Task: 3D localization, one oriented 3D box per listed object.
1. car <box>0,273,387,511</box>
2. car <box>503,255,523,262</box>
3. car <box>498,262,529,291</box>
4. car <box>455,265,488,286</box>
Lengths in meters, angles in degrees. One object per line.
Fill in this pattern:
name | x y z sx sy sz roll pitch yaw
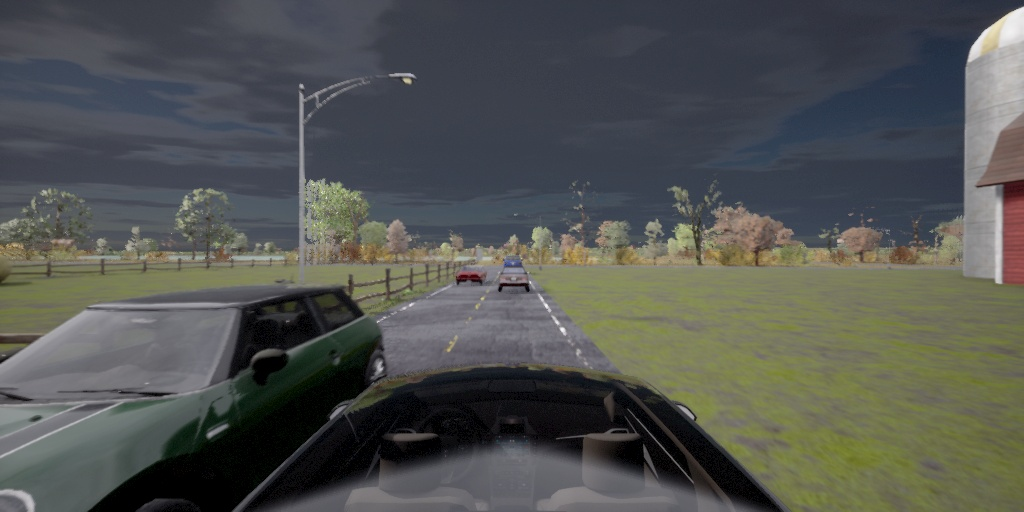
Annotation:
car | -2.815 1.102 3.159 2.097 1.767 4.553 0 0 0
car | 0.106 0.947 41.614 2.150 2.045 5.566 0 0 0
car | 0.101 1.295 22.090 2.033 1.411 5.357 0 0 0
car | -2.831 1.346 25.661 1.895 1.301 4.718 0 0 0
